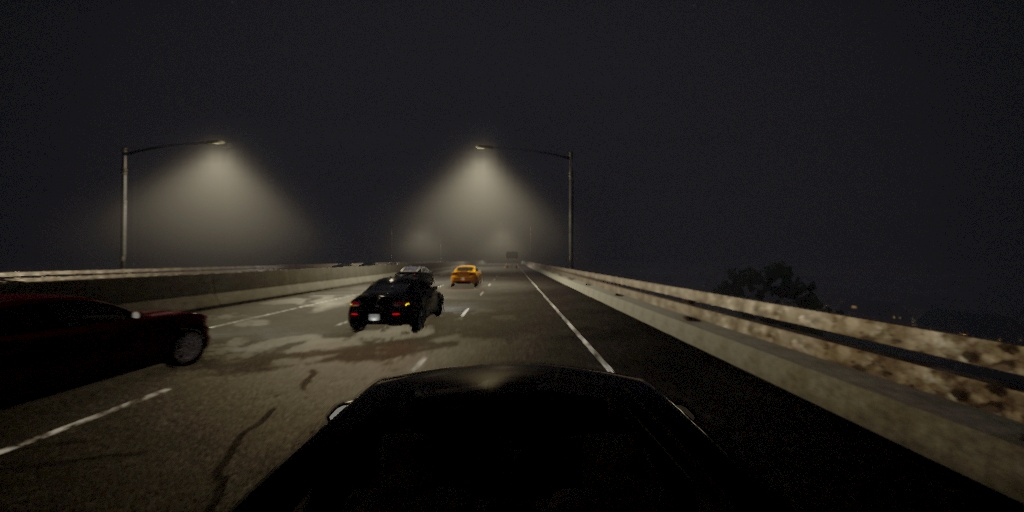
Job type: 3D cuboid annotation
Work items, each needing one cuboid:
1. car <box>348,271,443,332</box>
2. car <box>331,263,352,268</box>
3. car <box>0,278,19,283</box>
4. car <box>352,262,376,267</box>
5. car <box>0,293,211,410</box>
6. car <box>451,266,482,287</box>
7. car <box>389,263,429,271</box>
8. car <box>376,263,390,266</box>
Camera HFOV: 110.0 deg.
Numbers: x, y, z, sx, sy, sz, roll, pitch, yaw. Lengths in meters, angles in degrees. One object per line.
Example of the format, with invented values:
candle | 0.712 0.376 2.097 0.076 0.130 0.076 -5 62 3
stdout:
car | -3.398 1.363 11.152 1.812 1.442 4.674 0 -1 0
car | -24.530 1.748 52.331 2.033 1.411 5.357 0 0 1
car | -17.599 1.324 10.640 2.128 1.511 4.902 0 -1 0
car | -21.040 1.706 52.560 1.837 1.490 4.892 0 0 1
car | -6.901 1.259 5.041 1.882 1.535 5.008 0 -1 0
car | -3.397 1.462 27.349 1.882 1.535 5.008 0 -1 0
car | -6.897 1.462 25.807 2.128 1.511 4.902 0 -1 0
car | -17.535 1.750 52.580 2.033 1.411 5.357 0 0 1
